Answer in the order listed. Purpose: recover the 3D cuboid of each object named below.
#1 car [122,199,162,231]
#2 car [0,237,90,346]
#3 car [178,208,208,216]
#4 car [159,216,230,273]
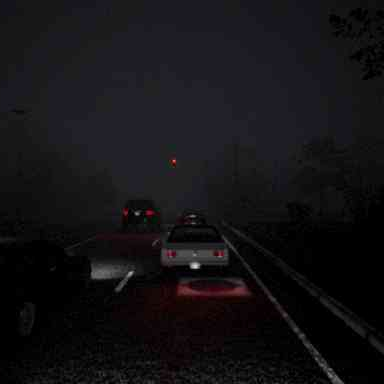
[{"bbox_3d":[-3.420,1.586,23.374,2.150,2.045,5.566,0,-3,0],"label":"car"},{"bbox_3d":[-3.404,1.585,6.327,1.812,1.442,4.674,0,-1,0],"label":"car"},{"bbox_3d":[0.080,1.899,24.015,1.837,1.490,4.892,0,-2,0],"label":"car"},{"bbox_3d":[0.085,1.705,11.058,1.895,1.301,4.718,0,-1,0],"label":"car"}]
